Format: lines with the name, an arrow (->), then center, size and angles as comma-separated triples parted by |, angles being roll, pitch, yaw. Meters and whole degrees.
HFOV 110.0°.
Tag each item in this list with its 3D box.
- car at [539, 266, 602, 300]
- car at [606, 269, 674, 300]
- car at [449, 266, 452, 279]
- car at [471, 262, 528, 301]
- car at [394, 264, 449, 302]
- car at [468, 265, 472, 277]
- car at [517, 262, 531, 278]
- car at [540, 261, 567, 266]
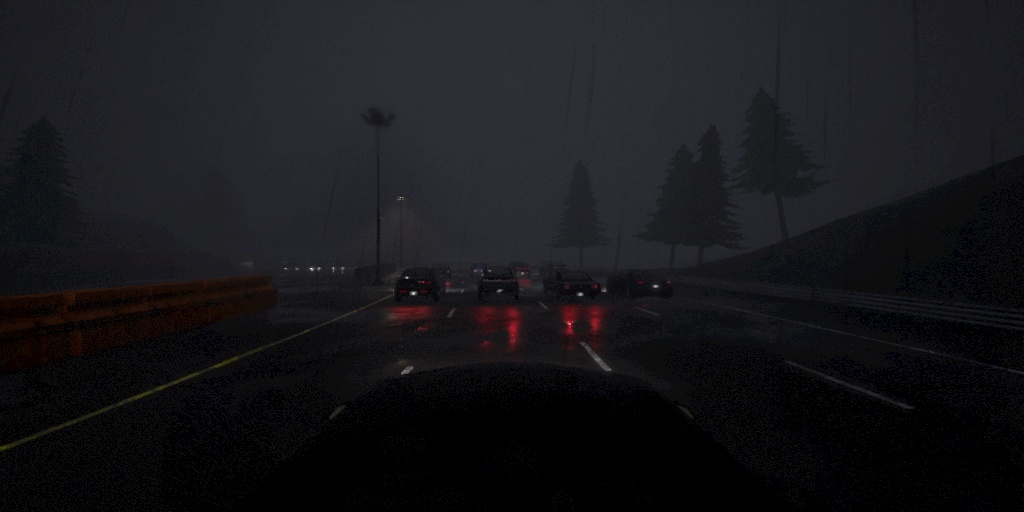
car -> 2.742, 1.364, 17.653 | 1.895, 1.301, 4.718 | 0, 0, -5
car -> 6.229, 1.320, 17.950 | 1.994, 1.385, 4.181 | 0, 0, -5
car -> -6.398, 1.364, 32.332 | 1.895, 1.301, 4.718 | 0, 0, -11
car -> -0.740, 1.242, 17.296 | 2.128, 1.511, 4.902 | 0, 0, -5
car -> -4.225, 1.263, 16.969 | 1.837, 1.490, 4.892 | 0, 0, -5
car -> -2.953, 1.311, 32.954 | 2.033, 1.411, 5.357 | 0, 0, -11
car -> 0.486, 1.264, 33.605 | 1.837, 1.490, 4.892 | 0, 0, -11
car -> 3.924, 1.243, 34.257 | 2.128, 1.511, 4.902 | 0, 0, -11
